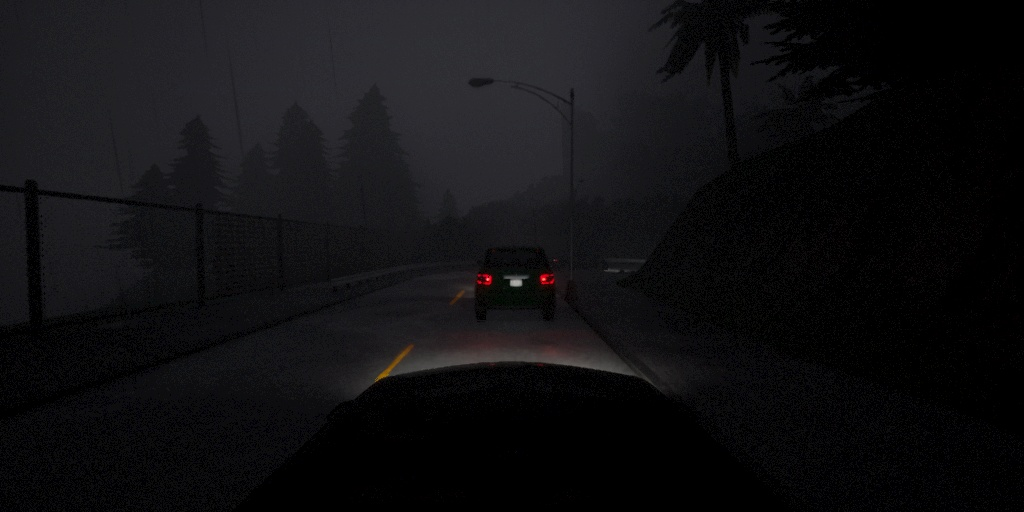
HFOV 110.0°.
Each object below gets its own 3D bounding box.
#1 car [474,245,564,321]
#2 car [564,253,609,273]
[{"bbox_3d":[0.036,0.692,11.363,2.150,2.045,5.566,0,1,-1],"label":"car"},{"bbox_3d":[5.229,0.500,28.086,4.892,1.490,1.837,-1,-2,-20],"label":"car"}]
